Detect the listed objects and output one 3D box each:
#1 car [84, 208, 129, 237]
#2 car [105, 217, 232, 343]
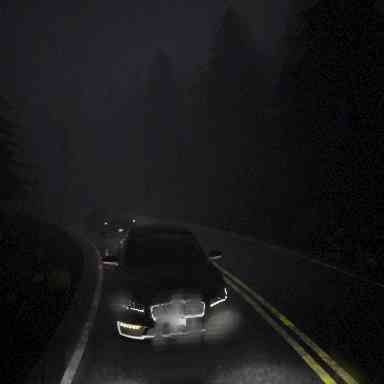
[{"bbox_3d":[-4.643,1.613,18.565,1.895,1.301,4.718,-3,1,-29],"label":"car"},{"bbox_3d":[-0.648,1.495,6.830,1.837,1.490,4.892,-1,0,-11],"label":"car"}]
